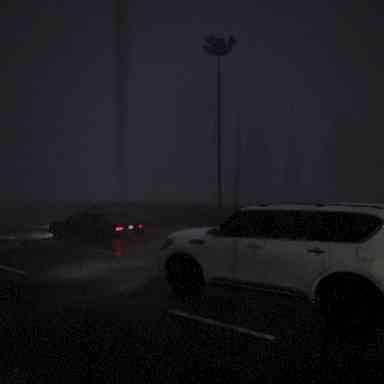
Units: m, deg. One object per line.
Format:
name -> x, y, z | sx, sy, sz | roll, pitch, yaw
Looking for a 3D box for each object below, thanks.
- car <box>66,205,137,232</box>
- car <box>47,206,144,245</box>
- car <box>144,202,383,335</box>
car -> -5.807, 1.594, 21.065 | 4.674, 1.442, 1.812 | 0, 0, 36
car -> -4.700, 1.600, 15.968 | 5.357, 1.411, 2.033 | 0, 0, 36
car -> 1.834, 1.231, 6.988 | 5.566, 2.045, 2.150 | 0, 0, 36
